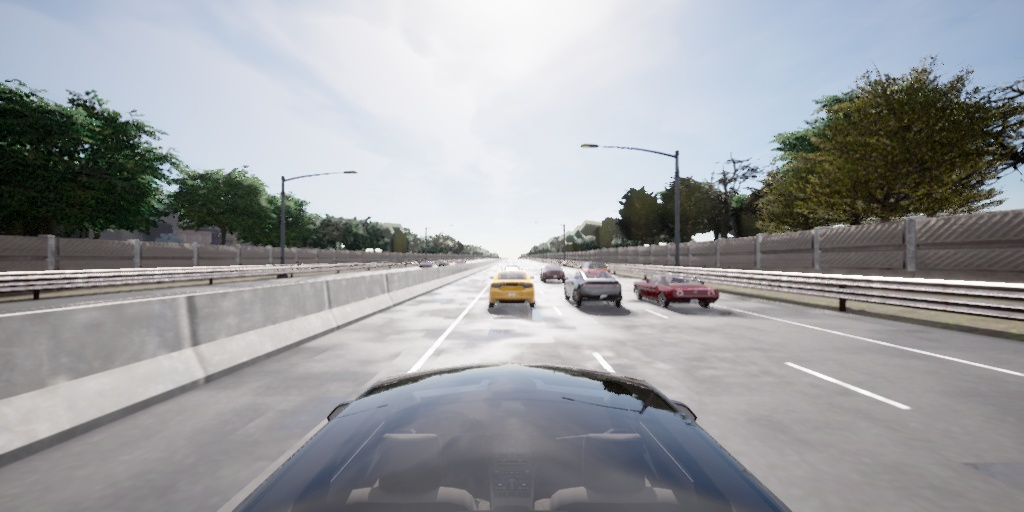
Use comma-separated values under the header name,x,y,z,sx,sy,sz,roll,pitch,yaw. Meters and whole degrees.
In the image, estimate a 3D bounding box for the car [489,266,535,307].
name,x,y,z,sx,sy,sz,roll,pitch,yaw
car,0.004,1.352,16.326,1.882,1.535,5.008,0,0,0

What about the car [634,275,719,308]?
name,x,y,z,sx,sy,sz,roll,pitch,yaw
car,7.001,1.473,15.961,1.895,1.301,4.718,0,0,0

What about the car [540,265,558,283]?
name,x,y,z,sx,sy,sz,roll,pitch,yaw
car,3.502,1.508,31.223,1.812,1.442,4.674,0,0,0

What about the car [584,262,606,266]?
name,x,y,z,sx,sy,sz,roll,pitch,yaw
car,7.001,1.331,30.927,2.097,1.767,4.553,0,-1,0

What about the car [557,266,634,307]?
name,x,y,z,sx,sy,sz,roll,pitch,yaw
car,3.503,1.366,16.157,2.128,1.511,4.902,0,0,0
